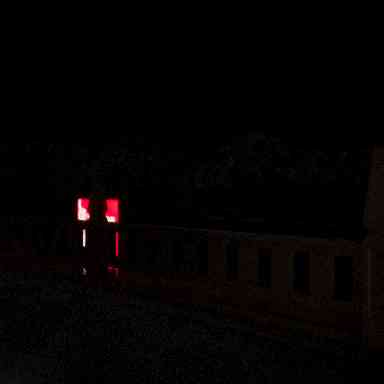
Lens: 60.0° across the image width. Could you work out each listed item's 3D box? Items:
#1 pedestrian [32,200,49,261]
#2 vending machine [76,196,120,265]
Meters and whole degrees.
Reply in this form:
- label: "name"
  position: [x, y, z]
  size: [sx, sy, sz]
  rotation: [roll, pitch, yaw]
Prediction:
- label: "pedestrian"
  position: [-4.642, 1.141, 10.127]
  size: [0.375, 1.860, 0.375]
  rotation: [0, 0, 30]
- label: "vending machine"
  position: [-3.075, 1.195, 10.919]
  size: [0.880, 2.100, 1.100]
  rotation: [0, 0, 30]
